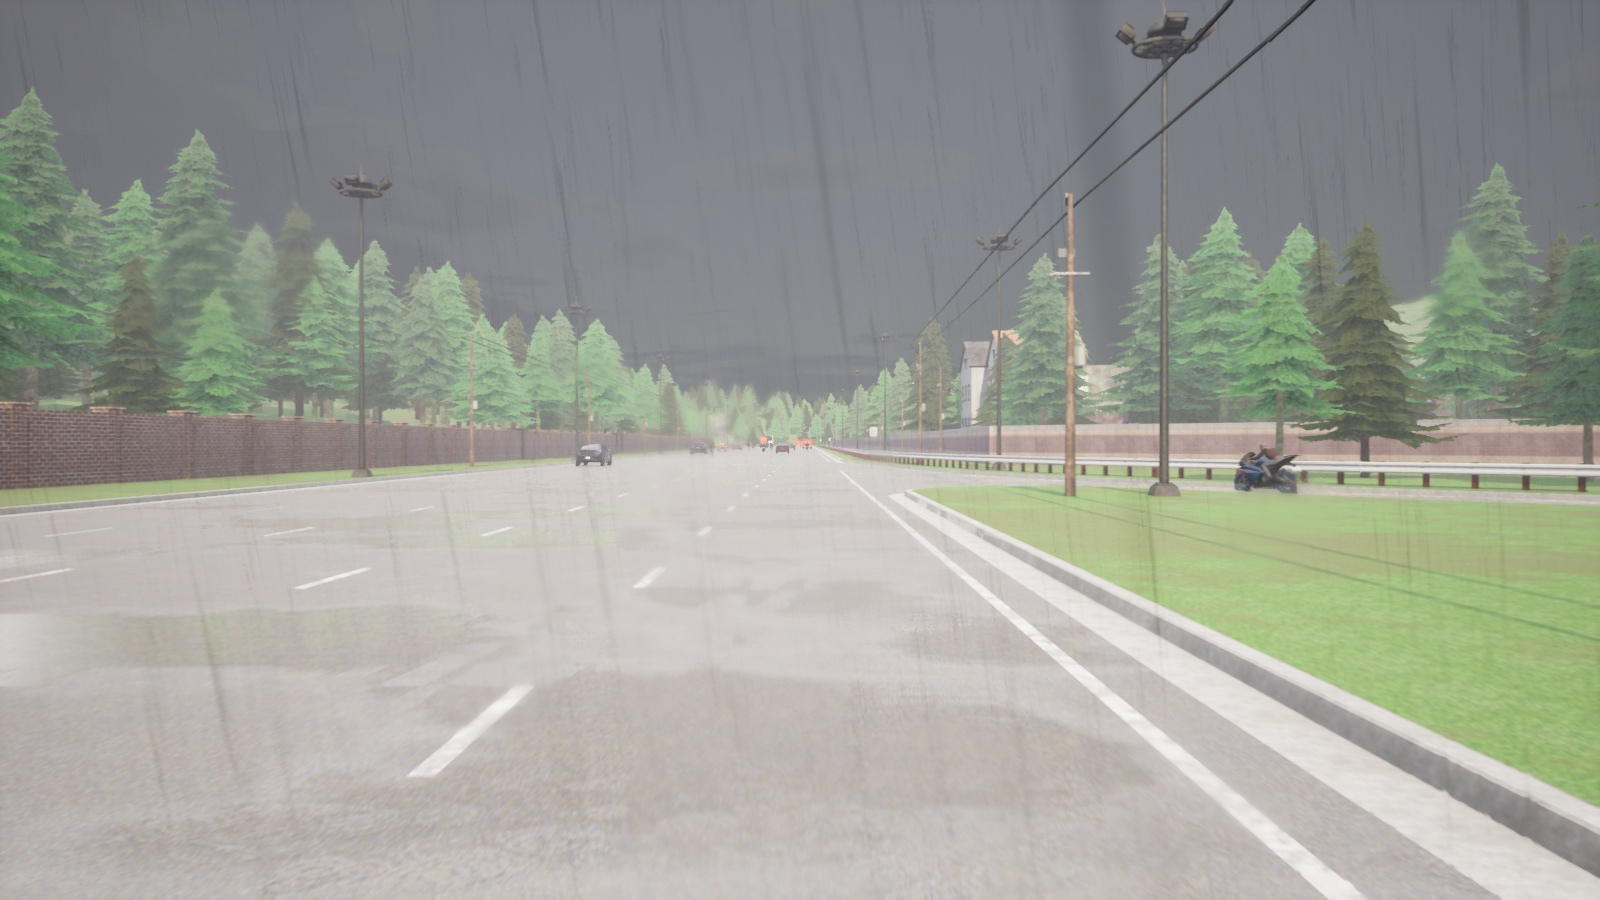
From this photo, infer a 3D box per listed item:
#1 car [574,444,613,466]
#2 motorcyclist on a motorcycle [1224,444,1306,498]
[{"bbox_3d":[-13.515,0.297,82.402,1.812,1.442,4.674,0,0,0],"label":"car"},{"bbox_3d":[13.555,0.586,36.649,0.866,1.530,2.191,0,0,-30],"label":"motorcyclist on a motorcycle"}]
